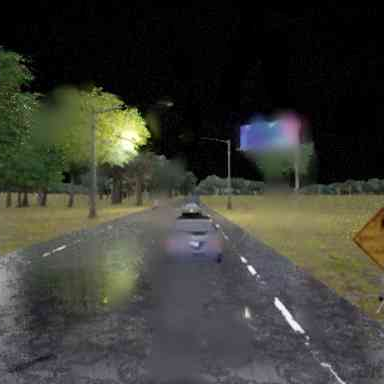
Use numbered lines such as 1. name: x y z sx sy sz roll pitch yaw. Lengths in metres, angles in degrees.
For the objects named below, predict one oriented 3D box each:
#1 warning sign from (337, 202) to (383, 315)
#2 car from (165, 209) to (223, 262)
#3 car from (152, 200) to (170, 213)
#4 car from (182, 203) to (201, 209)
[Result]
1. warning sign: 3.538 1.122 6.065 1.300 1.860 1.060 0 0 0
2. car: 0.055 1.564 12.108 2.033 1.411 5.357 0 0 0
3. car: -3.766 1.699 40.697 1.882 1.535 5.008 0 -1 0
4. car: -0.038 1.714 32.691 1.994 1.385 4.181 0 -1 0
